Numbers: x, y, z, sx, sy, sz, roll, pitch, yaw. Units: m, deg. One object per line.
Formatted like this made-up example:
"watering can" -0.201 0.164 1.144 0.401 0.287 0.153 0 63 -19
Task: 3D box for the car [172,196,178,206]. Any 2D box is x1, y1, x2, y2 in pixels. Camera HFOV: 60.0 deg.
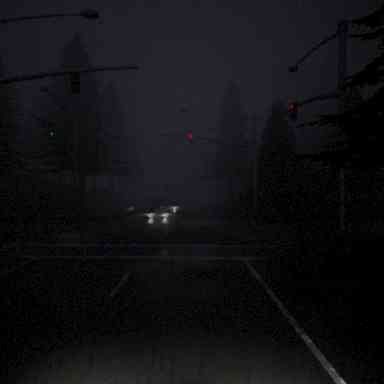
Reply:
"car" -3.688 1.603 54.642 1.895 1.301 4.718 0 0 -4

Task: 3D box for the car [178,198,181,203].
"car" -4.012 1.566 66.724 1.994 1.385 4.181 0 0 -39

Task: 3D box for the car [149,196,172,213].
"car" -3.600 1.506 36.749 1.837 1.490 4.892 0 0 0
